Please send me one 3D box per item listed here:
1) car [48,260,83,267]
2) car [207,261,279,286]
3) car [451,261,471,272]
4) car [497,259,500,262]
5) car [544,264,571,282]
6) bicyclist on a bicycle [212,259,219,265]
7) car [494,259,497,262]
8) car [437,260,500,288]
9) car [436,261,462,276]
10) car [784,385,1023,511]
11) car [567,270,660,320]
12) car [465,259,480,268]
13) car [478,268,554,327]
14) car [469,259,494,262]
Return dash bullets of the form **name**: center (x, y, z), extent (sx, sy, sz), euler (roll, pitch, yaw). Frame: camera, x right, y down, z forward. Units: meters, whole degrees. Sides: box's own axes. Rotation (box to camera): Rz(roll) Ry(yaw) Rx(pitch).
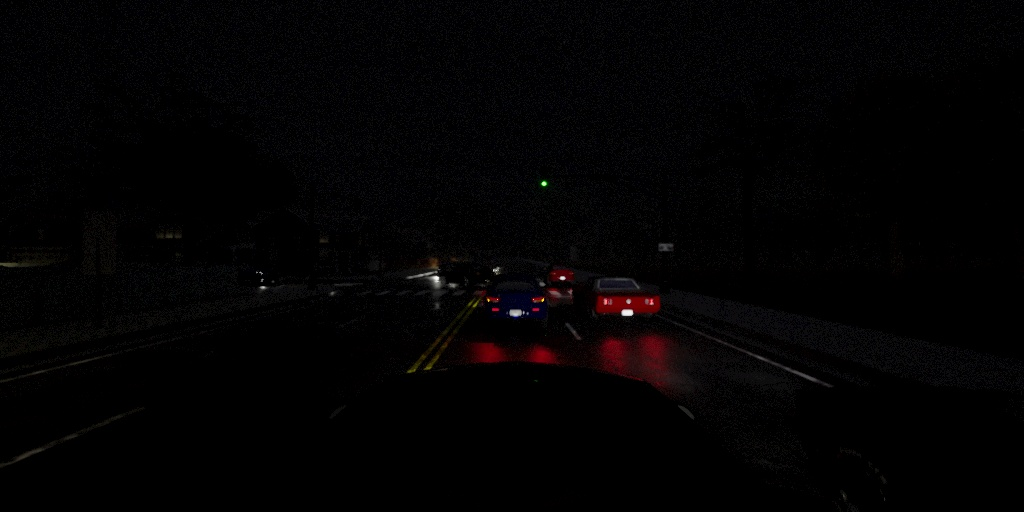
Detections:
- **car**: center (-28.460, 1.155, 23.996), extent (4.553, 1.767, 2.097), euler (0, 0, 0)
- **car**: center (-18.215, 1.138, 23.978), extent (4.553, 1.767, 2.097), euler (0, 0, 0)
- **car**: center (-6.593, 1.313, 46.787), extent (1.994, 1.385, 4.181), euler (0, 0, 0)
- **car**: center (-3.321, 1.269, 55.990), extent (1.812, 1.442, 4.674), euler (0, 0, 1)
- **car**: center (3.346, 1.282, 25.983), extent (1.812, 1.442, 4.674), euler (0, 0, 0)
- **bicyclist on a bicycle**: center (-24.640, 1.098, 29.840), extent (0.582, 1.620, 1.656), euler (0, 0, 0)
- **car**: center (-3.346, 1.313, 45.987), extent (1.994, 1.385, 4.181), euler (0, 0, 0)
- **car**: center (-3.042, 1.263, 23.783), extent (1.837, 1.490, 4.892), euler (3, -2, -40)
- **car**: center (-6.599, 1.258, 37.877), extent (1.837, 1.490, 4.892), euler (0, 0, 0)
- **car**: center (3.350, 1.351, 1.013), extent (1.895, 1.301, 4.718), euler (0, 0, 0)
- **car**: center (3.347, 1.354, 12.589), extent (1.895, 1.301, 4.718), euler (0, 0, 0)
- **car**: center (-6.546, 1.248, 60.029), extent (1.837, 1.490, 4.892), euler (0, 0, 0)
- **car**: center (0.096, 1.278, 11.464), extent (1.812, 1.442, 4.674), euler (0, 0, 0)
- **car**: center (-3.351, 1.106, 37.344), extent (2.097, 1.767, 4.553), euler (0, 0, 0)
